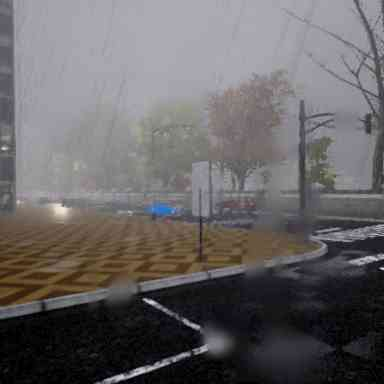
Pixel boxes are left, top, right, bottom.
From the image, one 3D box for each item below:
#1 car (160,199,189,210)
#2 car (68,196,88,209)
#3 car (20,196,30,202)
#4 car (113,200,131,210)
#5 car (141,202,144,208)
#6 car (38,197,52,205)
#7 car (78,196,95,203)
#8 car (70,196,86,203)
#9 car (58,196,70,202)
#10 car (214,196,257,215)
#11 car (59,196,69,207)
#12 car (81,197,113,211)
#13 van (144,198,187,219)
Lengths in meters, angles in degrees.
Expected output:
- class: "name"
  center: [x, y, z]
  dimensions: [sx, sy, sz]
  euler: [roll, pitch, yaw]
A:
- class: "car"
  center: [-2.301, 1.585, 43.298]
  dimensions: [1.802, 1.307, 4.206]
  euler: [-1, 1, -37]
- class: "car"
  center: [-15.739, 1.698, 47.720]
  dimensions: [1.947, 1.339, 4.313]
  euler: [-1, 1, -37]
- class: "car"
  center: [-42.304, 1.768, 84.048]
  dimensions: [1.887, 1.381, 4.507]
  euler: [-1, 1, -36]
- class: "car"
  center: [-9.799, 1.686, 44.126]
  dimensions: [1.895, 1.301, 4.718]
  euler: [-1, 0, -36]
- class: "car"
  center: [-5.750, 1.539, 47.956]
  dimensions: [1.752, 1.417, 4.829]
  euler: [-1, 1, -37]
- class: "car"
  center: [-29.132, 1.744, 65.812]
  dimensions: [1.947, 1.339, 4.313]
  euler: [-1, 1, -37]
- class: "car"
  center: [-22.385, 1.615, 70.427]
  dimensions: [1.887, 1.381, 4.507]
  euler: [-1, 1, -36]
- class: "car"
  center: [-25.732, 1.633, 74.958]
  dimensions: [2.008, 1.369, 4.403]
  euler: [-1, 1, -36]
- class: "car"
  center: [-32.397, 1.650, 84.059]
  dimensions: [1.887, 1.381, 4.507]
  euler: [-1, 1, -36]
- class: "car"
  center: [4.389, 1.298, 34.254]
  dimensions: [2.192, 1.841, 5.009]
  euler: [-1, 1, -37]
- class: "car"
  center: [-19.087, 1.709, 52.243]
  dimensions: [1.947, 1.339, 4.313]
  euler: [-1, 1, -37]
- class: "car"
  center: [-12.391, 1.672, 43.197]
  dimensions: [2.008, 1.369, 4.403]
  euler: [-1, 1, -37]
- class: "van"
  center: [-2.348, 1.432, 29.626]
  dimensions: [1.690, 1.788, 3.998]
  euler: [-1, 1, -37]
